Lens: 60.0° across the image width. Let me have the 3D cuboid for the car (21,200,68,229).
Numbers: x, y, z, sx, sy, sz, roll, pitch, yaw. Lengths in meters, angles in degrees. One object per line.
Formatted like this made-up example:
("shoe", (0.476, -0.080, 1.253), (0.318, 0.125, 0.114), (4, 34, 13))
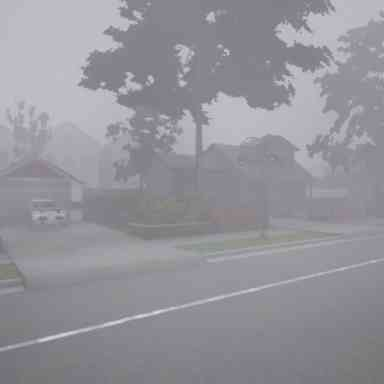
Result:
("car", (-8.317, 1.180, 18.686), (1.970, 1.475, 3.806), (0, 0, -35))
